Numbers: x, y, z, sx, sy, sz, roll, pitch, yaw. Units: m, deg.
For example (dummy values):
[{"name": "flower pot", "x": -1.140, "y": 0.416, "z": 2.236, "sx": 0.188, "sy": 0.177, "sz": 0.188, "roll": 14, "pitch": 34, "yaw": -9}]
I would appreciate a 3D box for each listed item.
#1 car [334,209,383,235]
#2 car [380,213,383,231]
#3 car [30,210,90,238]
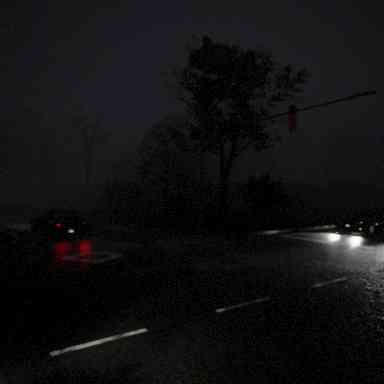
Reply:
[{"name": "car", "x": 10.445, "y": 1.744, "z": 20.024, "sx": 4.181, "sy": 1.385, "sz": 1.994, "roll": 1, "pitch": 0, "yaw": -35}, {"name": "car", "x": 11.628, "y": 1.772, "z": 16.572, "sx": 4.718, "sy": 1.301, "sz": 1.895, "roll": 1, "pitch": 0, "yaw": -35}, {"name": "car", "x": -7.381, "y": 1.642, "z": 18.221, "sx": 1.895, "sy": 1.301, "sz": 4.718, "roll": 1, "pitch": 0, "yaw": -39}]
